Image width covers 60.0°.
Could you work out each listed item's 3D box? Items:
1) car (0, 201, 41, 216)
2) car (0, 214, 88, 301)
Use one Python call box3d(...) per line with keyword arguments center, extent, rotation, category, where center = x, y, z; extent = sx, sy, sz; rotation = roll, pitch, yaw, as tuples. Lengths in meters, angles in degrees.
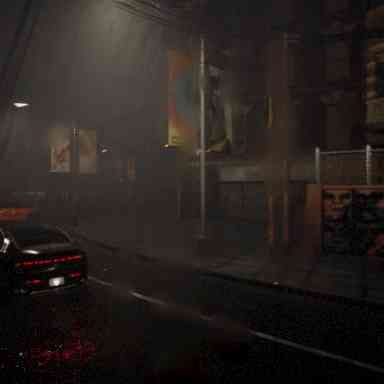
box3d(center=(-13.672, 1.561, 26.668), extent=(2.097, 1.767, 4.553), rotation=(0, 0, -12), category="car")
box3d(center=(-4.388, 1.575, 8.608), extent=(1.837, 1.490, 4.892), rotation=(0, 0, -42), category="car")
